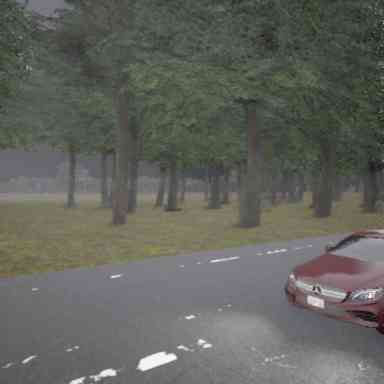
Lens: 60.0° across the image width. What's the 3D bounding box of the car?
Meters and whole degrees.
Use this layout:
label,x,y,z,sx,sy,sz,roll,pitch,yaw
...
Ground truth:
label,x,y,z,sx,sy,sz,roll,pitch,yaw
car,3.923,1.532,6.771,4.674,1.442,1.812,0,0,-35
